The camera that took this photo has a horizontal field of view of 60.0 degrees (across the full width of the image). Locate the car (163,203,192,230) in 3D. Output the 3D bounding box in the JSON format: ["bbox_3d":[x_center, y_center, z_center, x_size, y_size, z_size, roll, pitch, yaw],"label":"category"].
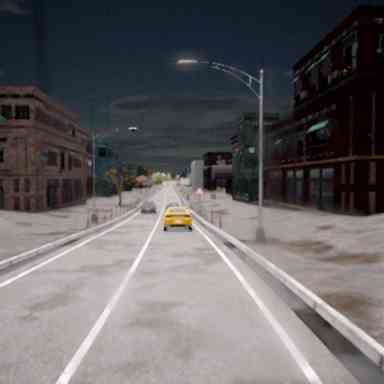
[{"bbox_3d":[-1.061,1.802,23.825,1.882,1.535,5.008,0,-1,-4],"label":"car"}]

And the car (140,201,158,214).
[{"bbox_3d":[-5.477,1.958,42.345,1.837,1.490,4.892,0,2,-4],"label":"car"}]

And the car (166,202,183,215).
[{"bbox_3d":[-2.263,2.038,42.081,1.994,1.385,4.181,0,0,-4],"label":"car"}]
